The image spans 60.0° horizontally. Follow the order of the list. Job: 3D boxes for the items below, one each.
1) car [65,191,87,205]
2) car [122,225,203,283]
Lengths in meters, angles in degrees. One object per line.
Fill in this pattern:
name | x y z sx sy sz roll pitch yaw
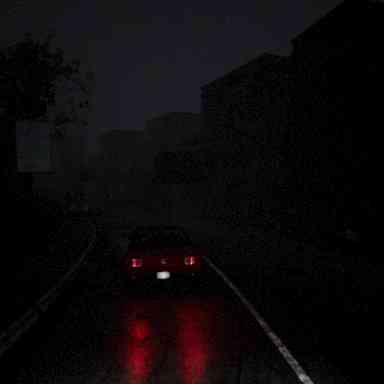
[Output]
car | -15.490 0.621 44.378 2.097 1.767 4.553 -2 4 -31
car | -0.969 1.635 9.853 1.895 1.301 4.718 -1 0 -8
